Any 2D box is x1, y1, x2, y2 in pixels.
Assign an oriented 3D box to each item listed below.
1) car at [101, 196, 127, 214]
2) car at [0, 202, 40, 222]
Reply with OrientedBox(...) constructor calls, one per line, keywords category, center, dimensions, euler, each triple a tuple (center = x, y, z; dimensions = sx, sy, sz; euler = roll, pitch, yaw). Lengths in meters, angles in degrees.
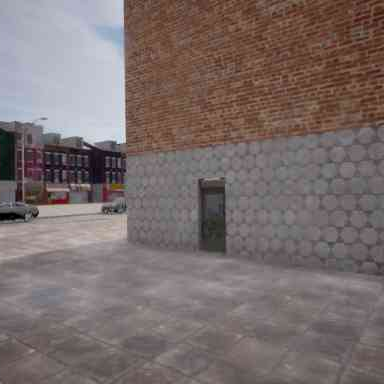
OrientedBox(category="car", center=(-6.567, 1.184, 32.117), dimensions=(2.097, 1.767, 4.553), euler=(-2, 0, 36))
OrientedBox(category="car", center=(-13.157, 1.443, 23.054), dimensions=(2.128, 1.511, 4.902), euler=(-2, 0, 36))
